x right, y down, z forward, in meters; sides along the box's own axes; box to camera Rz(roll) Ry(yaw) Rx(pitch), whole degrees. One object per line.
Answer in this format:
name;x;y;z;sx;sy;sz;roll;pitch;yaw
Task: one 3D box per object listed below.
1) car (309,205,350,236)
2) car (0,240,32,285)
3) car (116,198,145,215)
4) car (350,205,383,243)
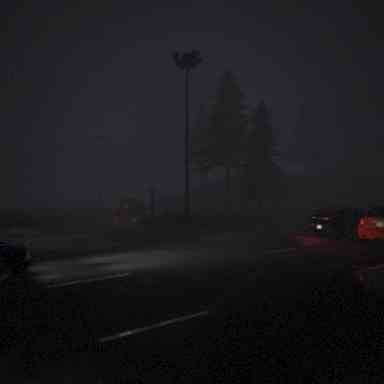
car;8.460;1.507;18.379;4.892;1.490;1.837;0;0;-35
car;-6.406;1.601;7.775;4.718;1.301;1.895;0;0;-36
car;-6.060;1.353;33.257;2.097;1.767;4.553;0;0;1
car;9.346;1.353;14.711;4.553;1.767;2.097;0;0;-35
